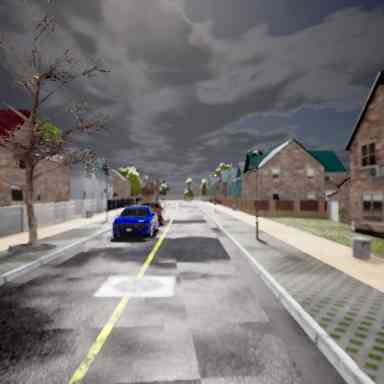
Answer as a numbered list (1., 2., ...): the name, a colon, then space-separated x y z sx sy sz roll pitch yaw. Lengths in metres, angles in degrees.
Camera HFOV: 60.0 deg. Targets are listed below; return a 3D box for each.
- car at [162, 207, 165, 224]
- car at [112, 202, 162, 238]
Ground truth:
1. car: -2.959 1.479 24.261 1.812 1.442 4.674 0 0 -1
2. car: -2.925 1.497 17.865 1.882 1.535 5.008 0 0 0
